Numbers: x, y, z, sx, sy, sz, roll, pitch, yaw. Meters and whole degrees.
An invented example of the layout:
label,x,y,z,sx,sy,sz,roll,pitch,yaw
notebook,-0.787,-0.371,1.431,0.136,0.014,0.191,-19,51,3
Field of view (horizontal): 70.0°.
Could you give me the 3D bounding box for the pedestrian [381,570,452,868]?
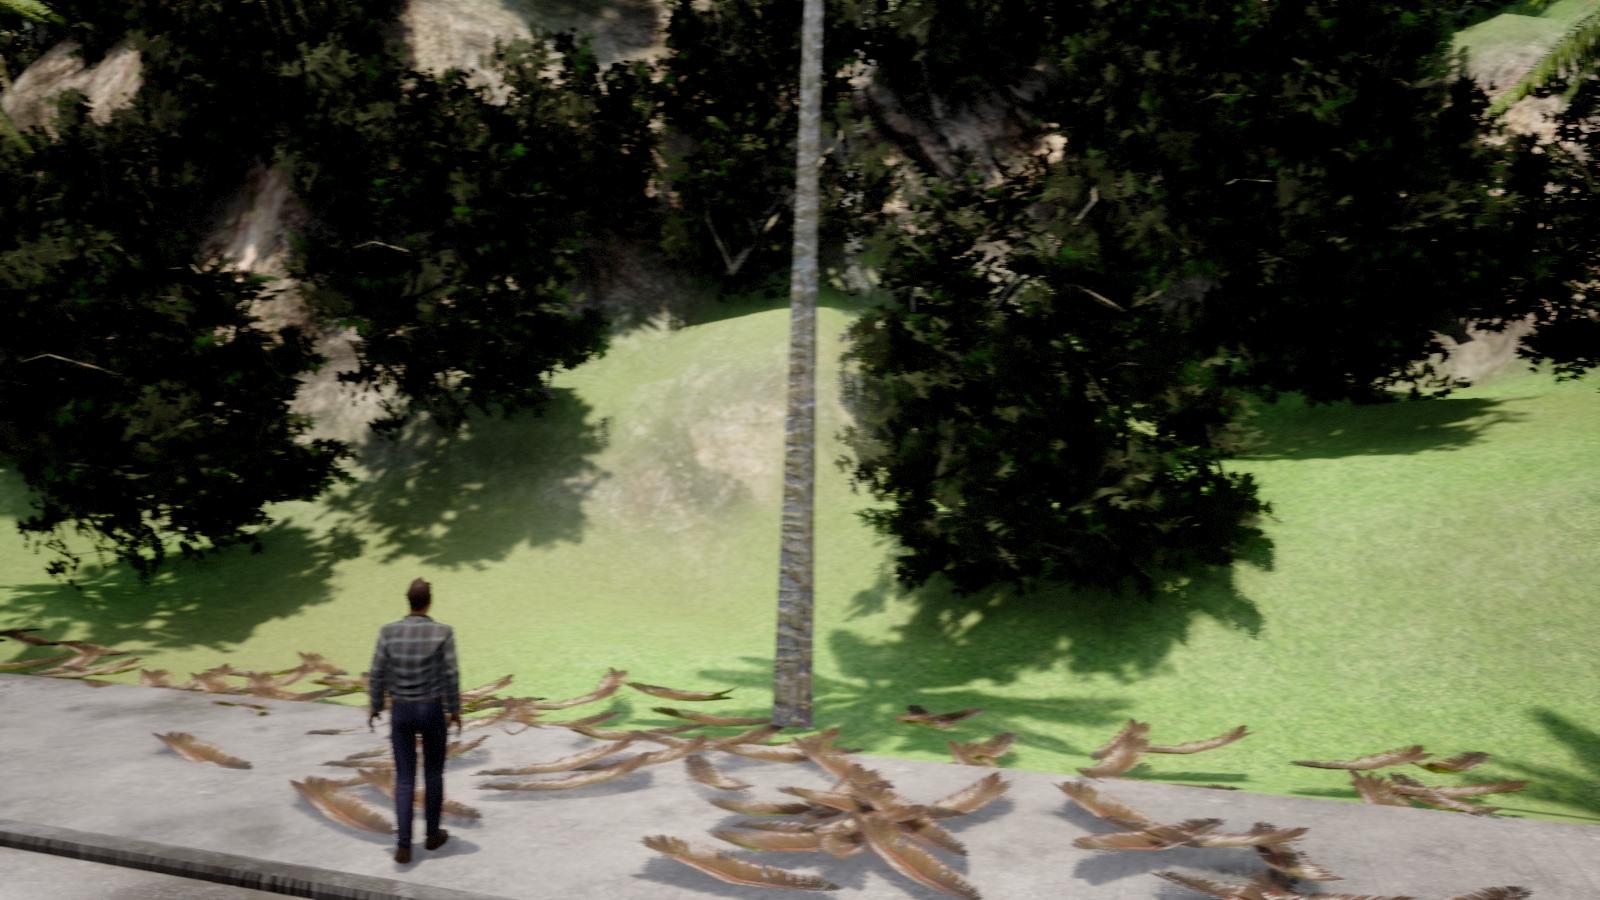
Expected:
label,x,y,z,sx,sy,sz,roll,pitch,yaw
pedestrian,-2.516,1.743,7.519,0.375,1.860,0.375,0,0,-6
